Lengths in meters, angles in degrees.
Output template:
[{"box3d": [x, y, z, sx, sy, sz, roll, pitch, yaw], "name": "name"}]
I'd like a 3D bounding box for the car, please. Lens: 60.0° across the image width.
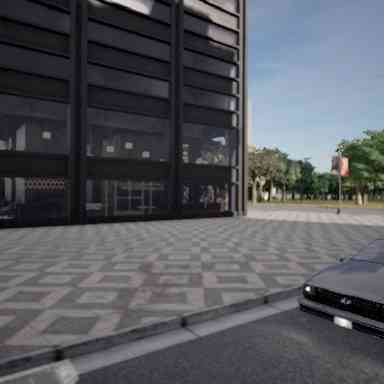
[{"box3d": [4.433, 1.577, 6.522, 5.357, 1.411, 2.033, 0, 0, -35], "name": "car"}]
